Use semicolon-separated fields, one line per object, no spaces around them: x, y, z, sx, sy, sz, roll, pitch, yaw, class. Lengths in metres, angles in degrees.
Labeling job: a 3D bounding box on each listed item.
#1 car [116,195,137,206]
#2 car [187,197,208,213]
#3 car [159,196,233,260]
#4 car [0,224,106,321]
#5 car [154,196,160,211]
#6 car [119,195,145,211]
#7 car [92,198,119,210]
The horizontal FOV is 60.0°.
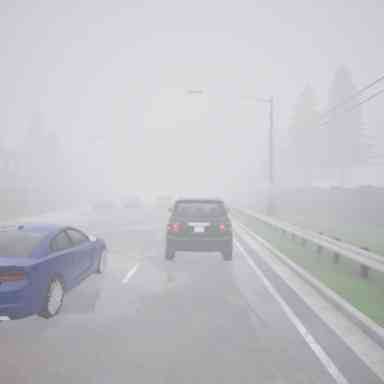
-9.779;1.247;50.306;2.128;1.511;4.902;0;0;1;car
0.582;1.363;35.570;2.128;1.511;4.902;0;0;1;car
0.249;1.177;12.421;2.150;2.045;5.566;0;0;1;car
-3.326;1.430;7.316;1.882;1.535;5.008;0;0;1;car
-2.983;1.193;37.817;2.097;1.767;4.553;0;0;1;car
-6.491;1.328;37.440;1.837;1.490;4.892;0;1;1;car
-9.977;1.362;38.185;1.994;1.385;4.181;0;0;1;car
